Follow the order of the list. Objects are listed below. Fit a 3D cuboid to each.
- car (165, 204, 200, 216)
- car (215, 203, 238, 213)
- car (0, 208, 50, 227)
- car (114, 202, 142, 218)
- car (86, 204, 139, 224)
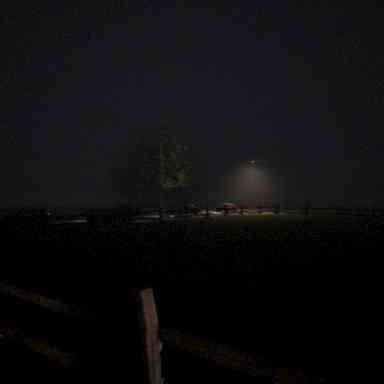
[{"bbox_3d":[-1.065,2.191,41.845,2.033,1.411,5.357,0,-1,38],"label":"car"},{"bbox_3d":[5.201,2.350,49.844,1.994,1.385,4.181,0,-1,38],"label":"car"},{"bbox_3d":[-13.365,1.917,26.020,1.994,1.385,4.181,0,-1,37],"label":"car"},{"bbox_3d":[-7.295,1.850,33.833,2.097,1.767,4.553,0,-1,38],"label":"car"},{"bbox_3d":[-7.119,2.003,29.250,1.994,1.385,4.181,0,-1,38],"label":"car"}]
